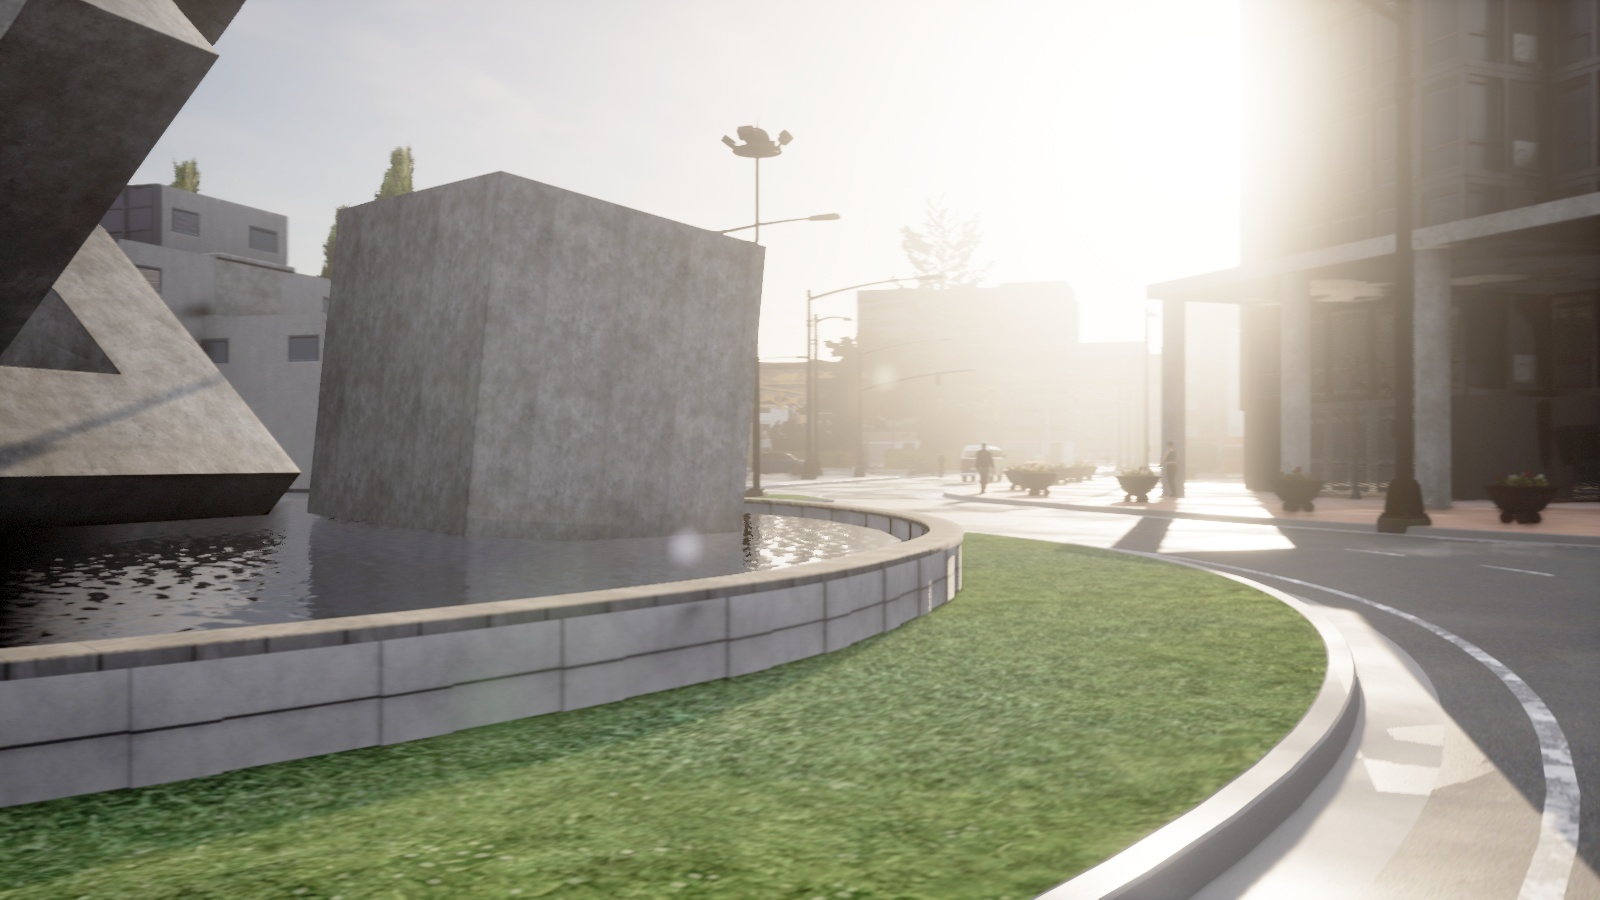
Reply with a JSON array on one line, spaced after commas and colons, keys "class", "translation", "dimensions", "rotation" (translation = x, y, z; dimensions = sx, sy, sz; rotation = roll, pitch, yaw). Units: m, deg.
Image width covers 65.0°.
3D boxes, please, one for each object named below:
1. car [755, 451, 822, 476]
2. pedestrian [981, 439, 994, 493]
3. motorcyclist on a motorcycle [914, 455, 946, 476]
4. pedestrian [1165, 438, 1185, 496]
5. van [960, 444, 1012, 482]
[{"class": "car", "translation": [-0.852, 0.976, 92.653], "dimensions": [4.553, 1.767, 2.097], "rotation": [0, 0, 19]}, {"class": "pedestrian", "translation": [6.497, 0.557, 43.513], "dimensions": [0.431, 1.840, 0.703], "rotation": [0, 0, 9]}, {"class": "motorcyclist on a motorcycle", "translation": [9.463, 1.129, 91.329], "dimensions": [2.191, 1.530, 0.866], "rotation": [0, -1, -9]}, {"class": "pedestrian", "translation": [12.115, 0.543, 40.568], "dimensions": [0.345, 1.836, 0.594], "rotation": [0, 0, -16]}, {"class": "van", "translation": [10.381, 0.724, 69.816], "dimensions": [2.069, 2.038, 4.480], "rotation": [0, 0, 20]}]
